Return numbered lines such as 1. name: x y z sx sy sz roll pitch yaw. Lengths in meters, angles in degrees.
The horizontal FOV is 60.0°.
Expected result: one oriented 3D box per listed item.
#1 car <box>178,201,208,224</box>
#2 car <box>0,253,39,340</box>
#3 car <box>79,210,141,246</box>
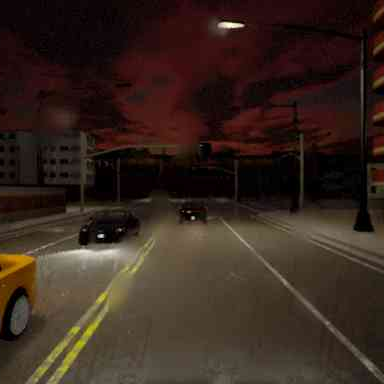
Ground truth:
1. car: 0.076 1.403 23.717 1.837 1.490 4.892 0 0 0
2. car: -3.566 1.462 3.645 1.882 1.535 5.008 0 0 0
3. car: -3.498 1.501 14.782 1.994 1.385 4.181 0 0 0
